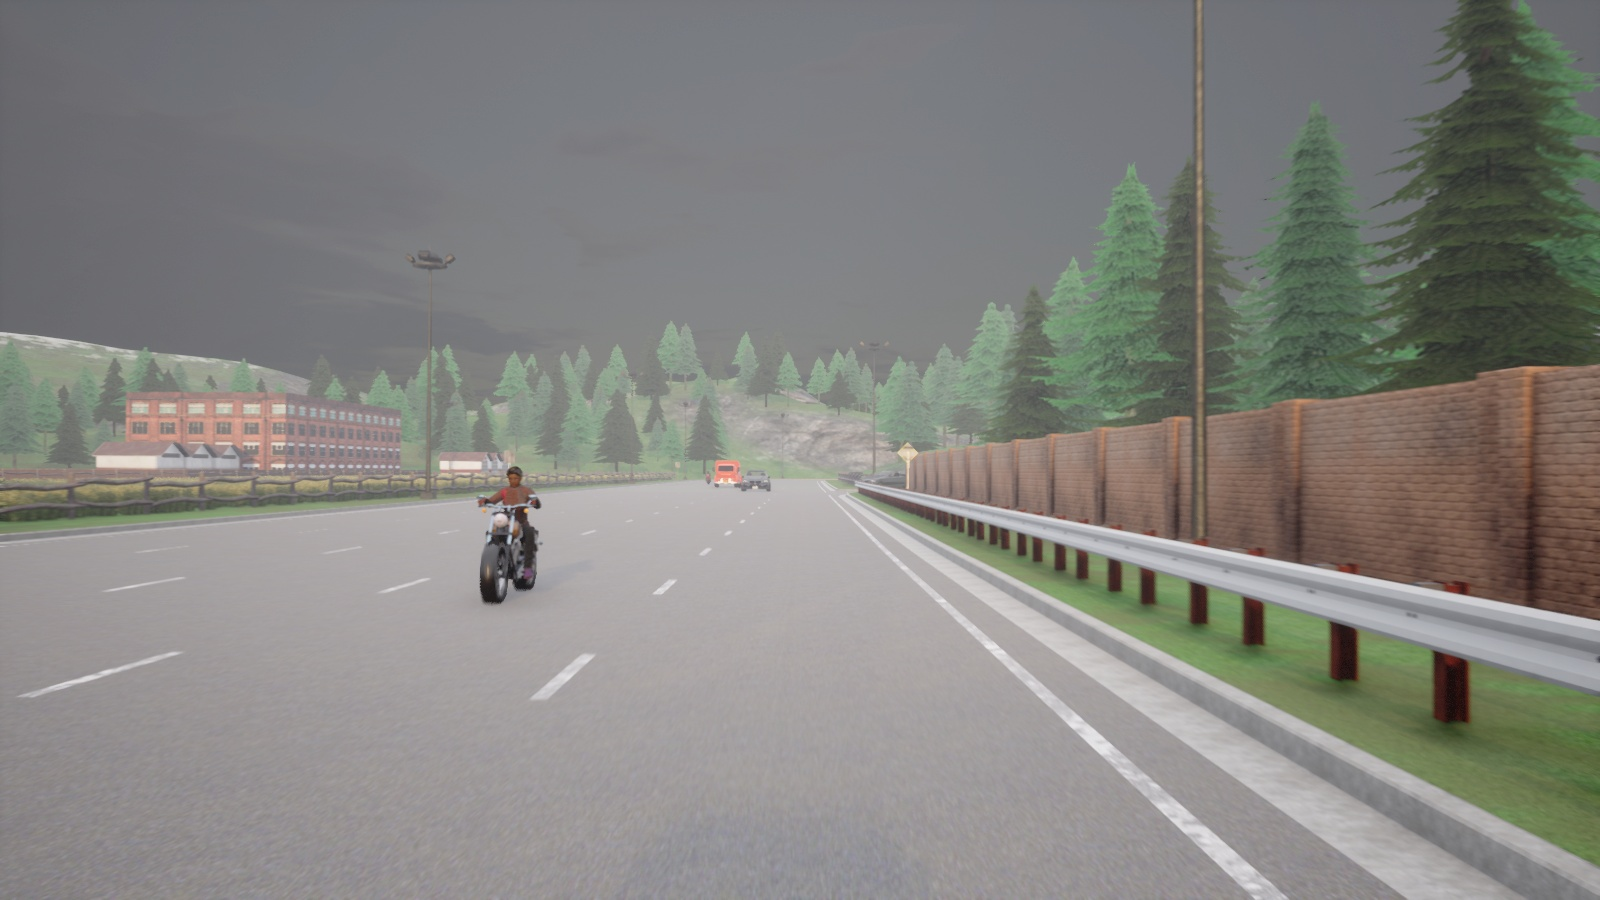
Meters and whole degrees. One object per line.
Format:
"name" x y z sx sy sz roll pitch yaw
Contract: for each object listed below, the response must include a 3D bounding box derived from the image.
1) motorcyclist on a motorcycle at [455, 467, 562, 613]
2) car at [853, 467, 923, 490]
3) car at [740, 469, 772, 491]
"motorcyclist on a motorcycle" -3.538 1.037 15.447 0.766 1.649 2.350 0 -1 0
"car" 6.590 2.134 93.973 5.027 1.651 2.152 0 -1 -35
"car" -3.314 2.274 96.035 2.242 1.667 4.611 0 -1 0
